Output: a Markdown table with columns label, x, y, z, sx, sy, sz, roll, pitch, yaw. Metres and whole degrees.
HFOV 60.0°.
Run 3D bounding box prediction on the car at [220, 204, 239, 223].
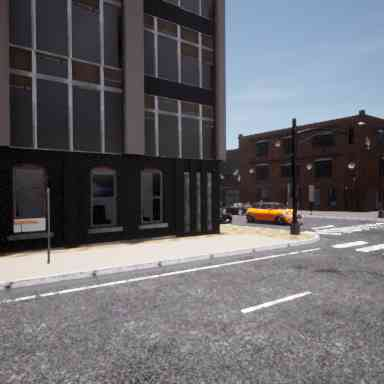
| label | x | y | z | sx | sy | sz | roll | pitch | yaw |
| --- | --- | --- | --- | --- | --- | --- | --- | --- | --- |
| car | 1.565 | 1.934 | 28.505 | 1.947 | 1.339 | 4.313 | -2 | 0 | -37 |

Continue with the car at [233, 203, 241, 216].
| label | x | y | z | sx | sy | sz | roll | pitch | yaw |
| --- | --- | --- | --- | --- | --- | --- | --- | --- | --- |
| car | 5.174 | 1.920 | 38.104 | 2.008 | 1.369 | 4.403 | -2 | 0 | -37 |

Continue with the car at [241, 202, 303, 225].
| label | x | y | z | sx | sy | sz | roll | pitch | yaw |
| --- | --- | --- | --- | --- | --- | --- | --- | --- | --- |
| car | 6.502 | 1.622 | 26.477 | 2.097 | 1.767 | 4.553 | -1 | 0 | -37 |
